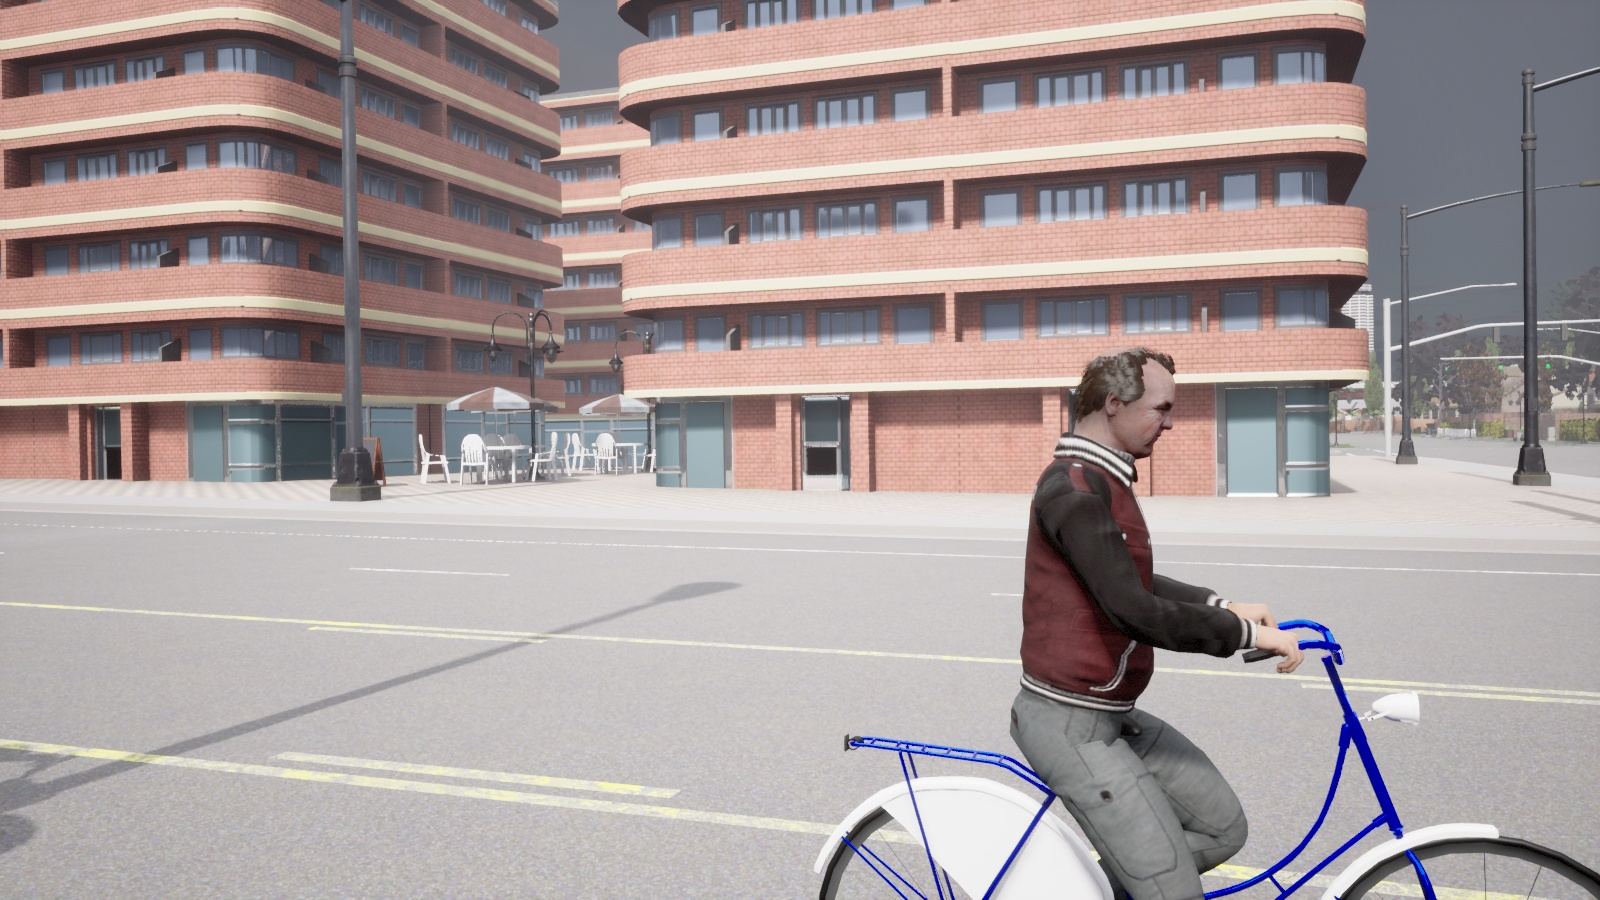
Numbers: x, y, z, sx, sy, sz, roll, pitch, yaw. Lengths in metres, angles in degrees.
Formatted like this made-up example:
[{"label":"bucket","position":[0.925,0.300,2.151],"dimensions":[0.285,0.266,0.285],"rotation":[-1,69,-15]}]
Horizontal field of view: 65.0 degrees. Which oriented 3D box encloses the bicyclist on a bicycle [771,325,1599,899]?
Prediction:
[{"label":"bicyclist on a bicycle","position":[0.914,0.654,2.814],"dimensions":[1.843,1.776,0.659],"rotation":[0,1,18]}]
